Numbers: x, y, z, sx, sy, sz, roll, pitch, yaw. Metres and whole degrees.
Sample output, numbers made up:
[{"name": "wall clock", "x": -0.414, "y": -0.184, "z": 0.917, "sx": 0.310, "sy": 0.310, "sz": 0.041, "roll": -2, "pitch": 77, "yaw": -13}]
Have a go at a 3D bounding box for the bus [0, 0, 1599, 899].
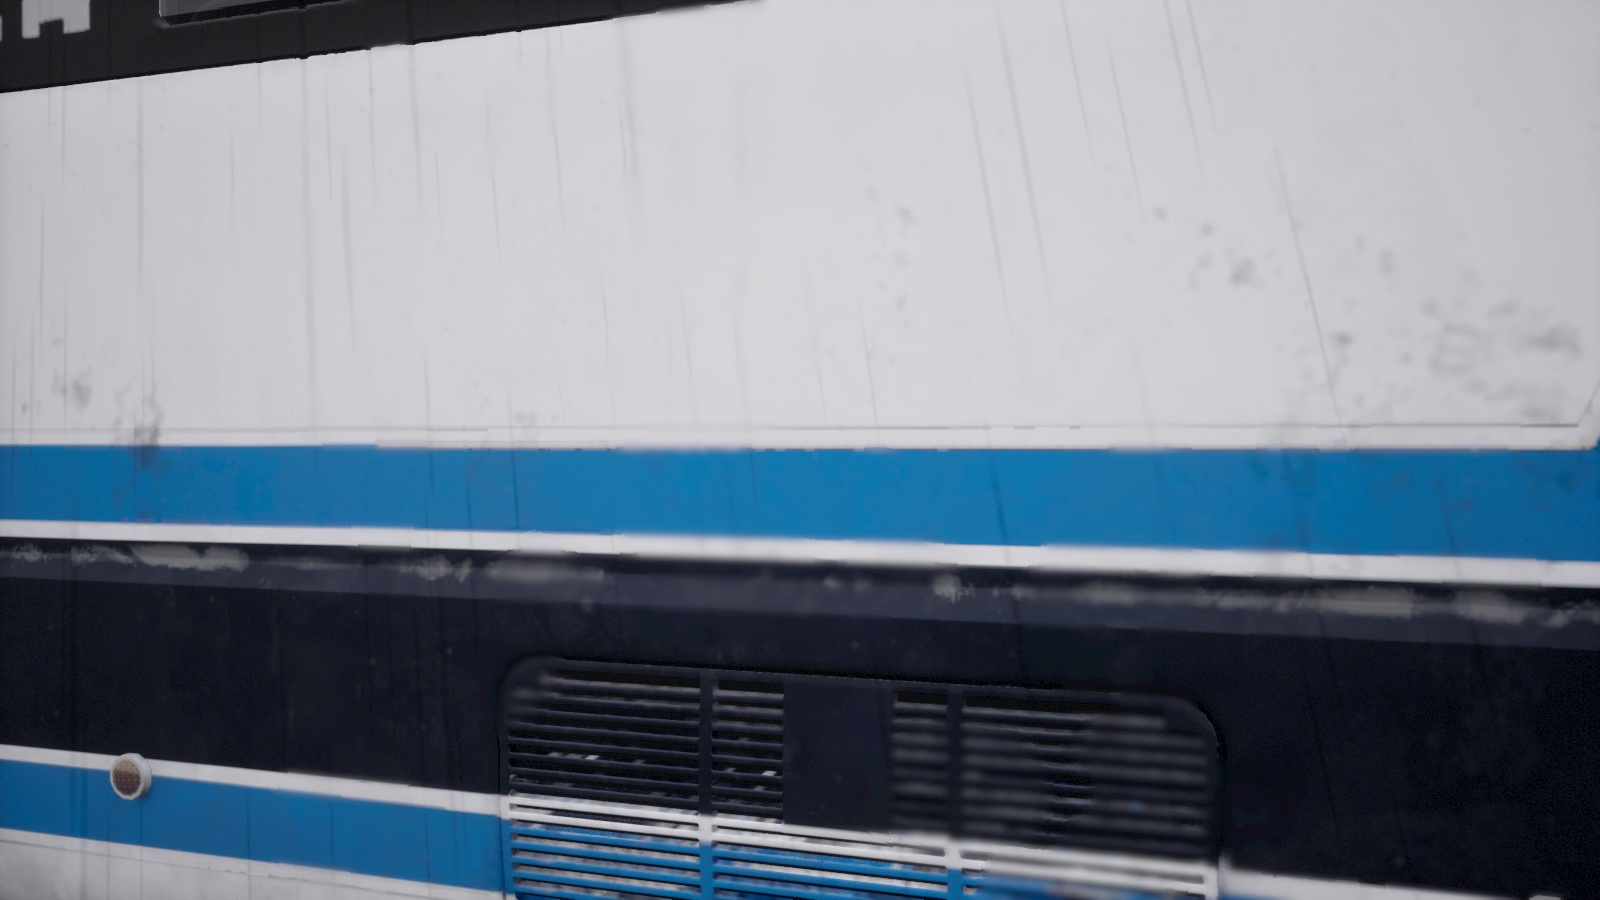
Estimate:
[{"name": "bus", "x": -0.127, "y": -0.610, "z": 3.748, "sx": 10.273, "sy": 4.253, "sz": 3.944, "roll": 1, "pitch": 1, "yaw": 19}]
